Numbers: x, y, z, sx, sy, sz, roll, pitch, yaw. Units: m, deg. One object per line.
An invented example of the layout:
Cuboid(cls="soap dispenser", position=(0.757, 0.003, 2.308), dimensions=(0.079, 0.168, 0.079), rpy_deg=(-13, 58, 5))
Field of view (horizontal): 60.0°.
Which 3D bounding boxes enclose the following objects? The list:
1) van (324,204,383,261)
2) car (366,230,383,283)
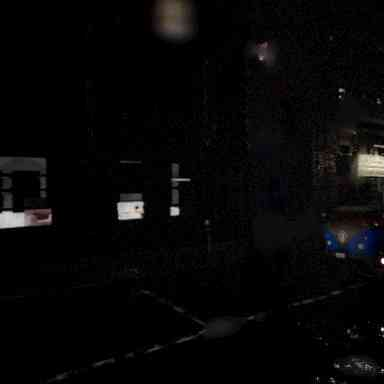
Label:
Cuboid(cls="van", position=(5.971, 1.297, 10.758), dimensions=(3.998, 1.788, 1.690), rpy_deg=(0, -1, -35))
Cuboid(cls="car", position=(6.305, 1.576, 7.806), dimensions=(4.718, 1.301, 1.895), rpy_deg=(0, 0, -35))
